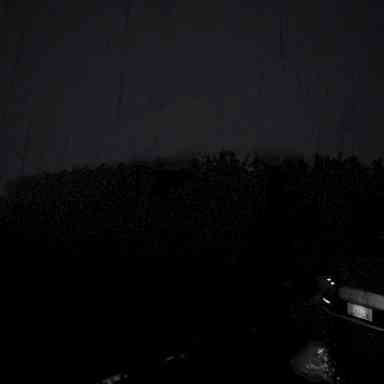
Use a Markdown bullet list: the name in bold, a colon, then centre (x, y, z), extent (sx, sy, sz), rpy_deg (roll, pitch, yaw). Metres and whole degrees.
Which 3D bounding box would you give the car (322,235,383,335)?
- **car**: centre (4.406, 1.454, 6.211), extent (4.902, 1.511, 2.128), rpy_deg (0, 0, -35)
